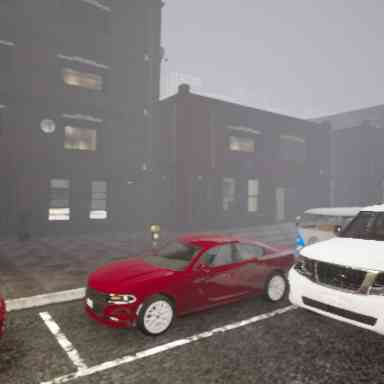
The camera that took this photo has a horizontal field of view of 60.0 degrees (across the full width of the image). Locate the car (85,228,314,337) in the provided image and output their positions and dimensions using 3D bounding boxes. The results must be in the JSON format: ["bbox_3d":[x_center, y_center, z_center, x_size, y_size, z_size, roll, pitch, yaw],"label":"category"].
[{"bbox_3d":[0.188,1.551,6.678,4.507,1.381,1.887,0,1,-35],"label":"car"}]

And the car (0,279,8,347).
[{"bbox_3d":[-4.481,1.542,3.440,4.507,1.381,1.887,0,1,-35],"label":"car"}]

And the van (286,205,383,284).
[{"bbox_3d":[4.821,1.356,9.978,3.998,1.788,1.690,0,1,-35],"label":"van"}]

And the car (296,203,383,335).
[{"bbox_3d":[4.318,1.232,6.447,5.566,2.045,2.150,0,0,-35],"label":"car"}]
